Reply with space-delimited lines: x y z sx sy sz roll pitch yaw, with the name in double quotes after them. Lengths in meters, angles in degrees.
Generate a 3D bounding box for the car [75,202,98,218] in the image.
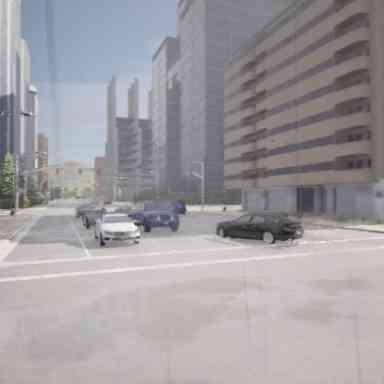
-12.218 2.183 38.049 1.837 1.490 4.892 0 -1 -21 "car"

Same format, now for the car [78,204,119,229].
-7.385 1.968 25.901 2.128 1.511 4.902 0 -1 -22 "car"

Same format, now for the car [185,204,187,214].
-2.597 2.024 41.932 2.150 2.045 5.566 0 -2 -27 "car"

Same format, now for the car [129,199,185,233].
-2.657 1.643 23.516 2.150 2.045 5.566 0 -1 -22 "car"

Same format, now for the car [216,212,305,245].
3.407 1.829 17.448 1.882 1.535 5.008 0 -2 -40 "car"

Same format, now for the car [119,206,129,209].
-6.624 2.132 33.408 2.033 1.411 5.357 0 -1 -22 "car"

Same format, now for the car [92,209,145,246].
-3.995 1.862 17.470 1.812 1.442 4.674 0 -1 -21 "car"
